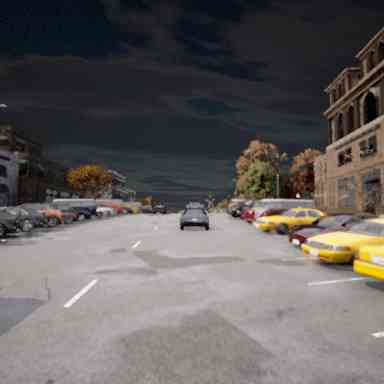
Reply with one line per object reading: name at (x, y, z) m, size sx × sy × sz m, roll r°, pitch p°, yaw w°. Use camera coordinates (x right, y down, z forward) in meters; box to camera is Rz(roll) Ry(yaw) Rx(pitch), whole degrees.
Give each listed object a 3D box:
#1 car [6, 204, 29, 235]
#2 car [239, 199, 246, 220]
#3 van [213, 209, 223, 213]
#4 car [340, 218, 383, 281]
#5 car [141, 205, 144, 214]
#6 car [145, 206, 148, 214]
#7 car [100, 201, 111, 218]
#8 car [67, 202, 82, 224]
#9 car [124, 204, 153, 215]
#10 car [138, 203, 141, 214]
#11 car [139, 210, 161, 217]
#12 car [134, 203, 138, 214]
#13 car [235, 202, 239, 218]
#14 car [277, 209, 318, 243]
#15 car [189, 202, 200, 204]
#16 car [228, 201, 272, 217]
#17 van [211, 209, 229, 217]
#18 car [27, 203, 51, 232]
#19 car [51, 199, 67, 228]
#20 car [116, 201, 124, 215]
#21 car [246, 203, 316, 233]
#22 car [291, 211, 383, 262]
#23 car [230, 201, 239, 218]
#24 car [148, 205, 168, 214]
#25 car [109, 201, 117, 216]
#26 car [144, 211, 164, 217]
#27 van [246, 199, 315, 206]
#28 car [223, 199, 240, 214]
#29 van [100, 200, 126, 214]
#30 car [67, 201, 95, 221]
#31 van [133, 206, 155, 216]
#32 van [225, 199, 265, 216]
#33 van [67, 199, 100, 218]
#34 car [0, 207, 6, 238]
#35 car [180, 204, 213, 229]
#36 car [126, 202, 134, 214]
car at (-11.372, 1.604, 17.092) m, size 4.892 × 1.521 × 2.231 m, roll -1°, pitch 0°, yaw -20°
car at (6.461, 1.649, 26.089) m, size 4.553 × 1.767 × 2.185 m, roll 1°, pitch -1°, yaw -19°
van at (7.333, 5.468, 86.750) m, size 4.442 × 1.987 × 1.878 m, roll 3°, pitch -6°, yaw -19°
car at (6.579, 1.535, 8.202) m, size 5.366 × 1.575 × 1.946 m, roll 1°, pitch -1°, yaw -20°
car at (-11.007, 2.842, 55.174) m, size 4.892 × 1.521 × 2.231 m, roll 0°, pitch -4°, yaw -19°
car at (-10.896, 3.268, 61.003) m, size 4.892 × 1.521 × 2.231 m, roll 1°, pitch -4°, yaw -19°
car at (-11.256, 1.995, 34.696) m, size 4.674 × 1.452 × 2.002 m, roll 0°, pitch -2°, yaw -19°
car at (-11.298, 1.783, 25.911) m, size 4.792 × 1.488 × 2.163 m, roll 0°, pitch -1°, yaw -20°
car at (-10.779, 3.528, 66.881) m, size 5.566 × 2.045 × 2.435 m, roll 1°, pitch -6°, yaw -19°
car at (-11.216, 2.652, 52.189) m, size 5.366 × 1.575 × 1.946 m, roll 0°, pitch -3°, yaw -19°
car at (-10.607, 5.450, 84.306) m, size 5.366 × 1.575 × 1.946 m, roll 1°, pitch -6°, yaw -19°
car at (-11.090, 2.493, 49.336) m, size 4.892 × 1.521 × 2.231 m, roll 0°, pitch -3°, yaw -19°
car at (6.508, 1.876, 29.084) m, size 4.674 × 1.452 × 2.002 m, roll 1°, pitch -2°, yaw -19°
car at (6.396, 1.620, 14.109) m, size 4.792 × 1.488 × 2.163 m, roll 1°, pitch 0°, yaw -20°
car at (0.341, 2.016, 41.313) m, size 2.097 × 1.767 × 4.553 m, roll 0°, pitch -2°, yaw 1°
car at (6.628, 1.934, 38.074) m, size 4.553 × 1.767 × 2.185 m, roll 1°, pitch -2°, yaw -19°
van at (7.617, 5.762, 89.763) m, size 4.442 × 1.987 × 1.878 m, roll 3°, pitch -6°, yaw -19°
car at (-11.356, 1.650, 20.030) m, size 4.892 × 1.521 × 2.231 m, roll -1°, pitch -1°, yaw -20°
car at (-11.316, 1.571, 22.971) m, size 4.553 × 1.767 × 2.185 m, roll 0°, pitch -1°, yaw -20°
car at (-11.165, 2.150, 40.566) m, size 4.792 × 1.488 × 2.163 m, roll 0°, pitch -2°, yaw -19°
car at (6.279, 1.664, 20.041) m, size 5.366 × 1.575 × 1.946 m, roll 1°, pitch -1°, yaw -20°
car at (6.240, 1.553, 11.068) m, size 5.366 × 1.575 × 1.946 m, roll 1°, pitch 0°, yaw -20°
car at (6.565, 1.935, 32.089) m, size 4.792 × 1.488 × 2.163 m, roll 1°, pitch -2°, yaw -19°
car at (-4.678, 2.579, 48.393) m, size 2.033 × 1.411 × 5.357 m, roll 0°, pitch -3°, yaw 1°
car at (-11.228, 2.074, 37.633) m, size 4.674 × 1.452 × 2.002 m, roll 0°, pitch -2°, yaw -19°
car at (-10.293, 6.022, 90.204) m, size 4.892 × 1.521 × 2.231 m, roll 1°, pitch -6°, yaw -19°
van at (6.364, 1.490, 23.060) m, size 4.442 × 1.987 × 1.878 m, roll 1°, pitch -1°, yaw -19°
car at (6.547, 1.728, 35.058) m, size 5.566 × 2.045 × 2.435 m, roll 1°, pitch -1°, yaw -19°
van at (-11.273, 1.999, 43.454) m, size 4.442 × 1.987 × 1.878 m, roll 0°, pitch -2°, yaw -19°
car at (-11.310, 1.814, 28.828) m, size 5.008 × 1.535 × 2.097 m, roll 0°, pitch -1°, yaw -20°
van at (-10.579, 4.114, 72.756) m, size 4.442 × 1.987 × 1.878 m, roll 1°, pitch -6°, yaw -19°
van at (6.517, 1.922, 41.019) m, size 4.442 × 1.987 × 1.878 m, roll 1°, pitch -2°, yaw -19°
van at (-11.391, 1.657, 31.727) m, size 4.442 × 1.987 × 1.878 m, roll 0°, pitch -1°, yaw -19°
car at (-11.419, 1.317, 14.150) m, size 5.566 × 2.045 × 2.435 m, roll -1°, pitch 0°, yaw -20°
car at (0.179, 1.794, 23.445) m, size 1.994 × 1.385 × 4.181 m, roll 0°, pitch -1°, yaw 0°
car at (-11.130, 2.348, 46.413) m, size 5.008 × 1.535 × 2.097 m, roll 0°, pitch -3°, yaw -19°
